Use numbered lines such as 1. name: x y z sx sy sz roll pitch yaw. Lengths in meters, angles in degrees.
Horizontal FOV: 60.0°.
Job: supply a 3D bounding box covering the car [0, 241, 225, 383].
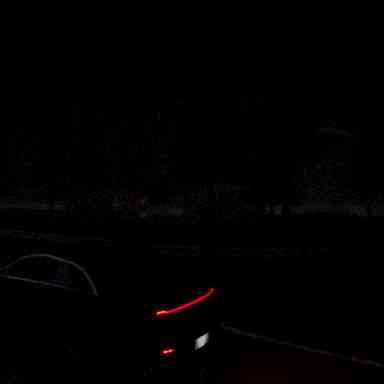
1. car: -1.852 1.564 5.314 4.902 1.511 2.128 -1 -1 35
